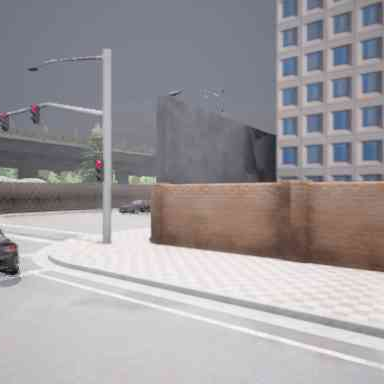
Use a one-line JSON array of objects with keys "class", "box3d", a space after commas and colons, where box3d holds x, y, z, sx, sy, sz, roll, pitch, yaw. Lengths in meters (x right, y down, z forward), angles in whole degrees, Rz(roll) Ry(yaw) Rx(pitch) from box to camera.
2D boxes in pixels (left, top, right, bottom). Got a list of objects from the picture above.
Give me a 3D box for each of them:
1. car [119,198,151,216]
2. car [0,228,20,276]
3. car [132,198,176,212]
[{"class": "car", "box3d": [-4.901, 1.406, 32.517, 1.882, 1.535, 5.008, 0, 0, 36]}, {"class": "car", "box3d": [-6.275, 1.507, 9.292, 1.812, 1.442, 4.674, 0, 1, -43]}, {"class": "car", "box3d": [-4.381, 1.473, 39.250, 2.033, 1.411, 5.357, 0, 0, 36]}]
